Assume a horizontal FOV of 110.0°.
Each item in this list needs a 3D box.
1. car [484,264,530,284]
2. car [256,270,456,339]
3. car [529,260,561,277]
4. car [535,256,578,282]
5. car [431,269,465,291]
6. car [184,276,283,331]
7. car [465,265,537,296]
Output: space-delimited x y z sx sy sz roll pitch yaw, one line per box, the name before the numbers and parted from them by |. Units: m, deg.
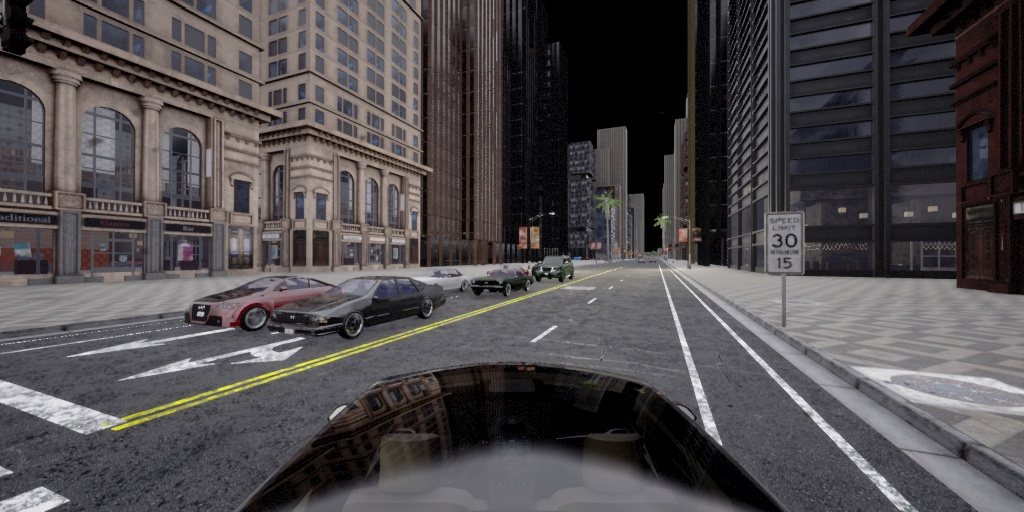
car | -0.278 1.364 28.449 1.895 1.301 4.718 0 0 22
car | -4.005 1.299 10.509 2.033 1.411 5.357 0 0 22
car | 3.574 1.251 37.901 1.882 1.535 5.008 0 0 22
car | 3.582 0.987 29.322 2.150 2.045 5.566 0 0 22
car | -4.003 1.357 19.211 1.895 1.301 4.718 0 0 22
car | -7.274 1.316 11.083 1.994 1.385 4.181 0 0 22
car | -0.420 1.358 19.402 1.895 1.301 4.718 0 0 22
